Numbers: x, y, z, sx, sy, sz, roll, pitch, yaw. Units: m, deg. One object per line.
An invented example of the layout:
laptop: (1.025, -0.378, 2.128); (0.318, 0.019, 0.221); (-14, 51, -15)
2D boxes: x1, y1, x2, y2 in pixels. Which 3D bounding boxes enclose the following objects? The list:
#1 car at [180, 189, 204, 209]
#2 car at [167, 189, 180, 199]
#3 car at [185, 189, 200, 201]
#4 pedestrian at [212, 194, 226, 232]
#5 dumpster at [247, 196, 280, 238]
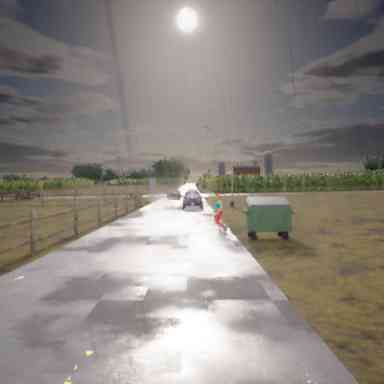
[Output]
car: (0.071, 0.773, 31.033); (1.812, 1.442, 4.674); (0, 1, 0)
car: (-2.710, 0.250, 50.087); (1.882, 1.535, 5.008); (0, 1, 1)
car: (0.071, 0.357, 45.815); (1.882, 1.535, 5.008); (0, 1, 0)
pedestrian: (1.215, 0.931, 15.358); (0.375, 1.860, 0.375); (-1, 2, -15)
dumpster: (3.130, 1.045, 14.789); (1.020, 1.700, 1.940); (0, 2, 0)
